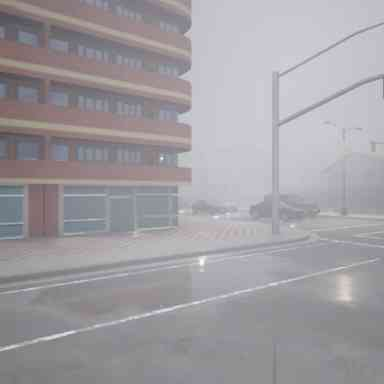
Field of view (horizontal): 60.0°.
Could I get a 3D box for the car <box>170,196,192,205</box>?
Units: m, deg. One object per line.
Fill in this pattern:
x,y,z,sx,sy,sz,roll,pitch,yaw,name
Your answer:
-2.086,1.526,60.526,1.812,1.442,4.674,0,0,-34,car

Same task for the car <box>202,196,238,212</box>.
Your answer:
3.290,1.526,38.367,1.812,1.442,4.674,0,0,-35,car

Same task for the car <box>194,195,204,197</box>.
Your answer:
0.766,1.352,62.472,2.097,1.767,4.553,0,0,-35,car

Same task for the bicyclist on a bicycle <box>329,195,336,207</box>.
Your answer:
19.330,1.301,45.873,1.656,1.620,0.582,0,0,-35,bicyclist on a bicycle

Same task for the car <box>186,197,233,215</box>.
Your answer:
1.719,1.526,34.469,1.812,1.442,4.674,0,0,-35,car

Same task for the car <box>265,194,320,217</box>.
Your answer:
8.827,1.221,30.320,2.150,2.045,5.566,0,0,-34,car

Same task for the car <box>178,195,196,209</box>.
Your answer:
-1.953,1.505,45.972,1.837,1.490,4.892,0,0,-34,car

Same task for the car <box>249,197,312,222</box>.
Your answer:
6.841,1.478,26.991,1.882,1.535,5.008,0,0,-34,car
